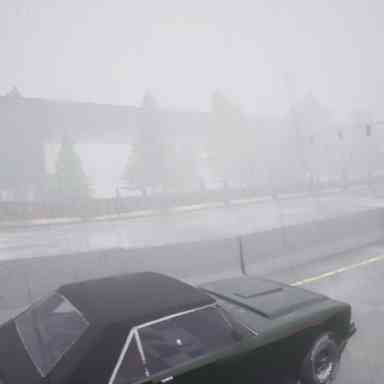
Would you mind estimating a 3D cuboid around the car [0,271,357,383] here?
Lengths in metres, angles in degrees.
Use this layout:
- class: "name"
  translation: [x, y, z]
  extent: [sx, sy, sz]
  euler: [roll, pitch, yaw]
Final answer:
- class: "car"
  translation: [-0.283, 1.590, 3.550]
  extent: [4.718, 1.301, 1.895]
  euler: [-1, 0, -35]
